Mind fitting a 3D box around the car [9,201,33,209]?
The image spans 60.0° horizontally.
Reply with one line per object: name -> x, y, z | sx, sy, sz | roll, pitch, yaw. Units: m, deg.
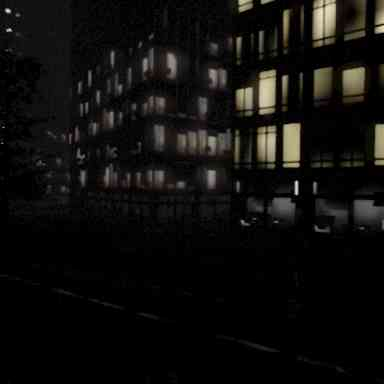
car -> -31.172, 2.298, 59.959 | 4.403, 1.369, 2.008 | 0, 1, -34

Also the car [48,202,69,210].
car -> -22.045, 2.449, 56.654 | 4.507, 1.381, 1.887 | 0, 1, -34
